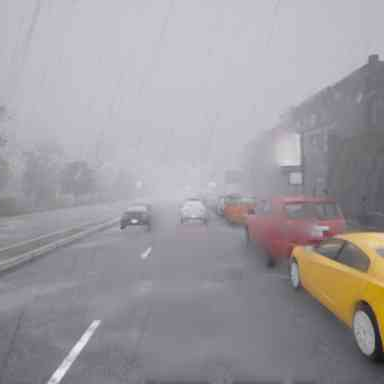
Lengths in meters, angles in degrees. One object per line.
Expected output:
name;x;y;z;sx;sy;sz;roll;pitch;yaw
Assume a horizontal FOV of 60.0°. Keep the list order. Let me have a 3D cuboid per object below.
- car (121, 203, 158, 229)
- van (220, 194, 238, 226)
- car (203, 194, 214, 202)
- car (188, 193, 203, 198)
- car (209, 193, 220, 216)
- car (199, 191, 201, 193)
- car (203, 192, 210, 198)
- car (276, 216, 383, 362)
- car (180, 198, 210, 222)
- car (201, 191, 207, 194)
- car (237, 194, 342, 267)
car;-3.153;1.416;20.474;1.812;1.442;4.674;0;0;0
van;3.236;1.134;22.567;1.878;1.987;4.442;0;0;0
car;3.256;1.122;66.714;1.946;1.575;5.366;0;0;0
car;0.120;1.284;41.640;1.837;1.490;4.892;0;1;0
car;3.241;1.176;33.470;2.185;1.767;4.553;0;0;0
car;3.250;1.068;77.572;2.231;1.521;4.892;0;0;0
car;3.250;1.181;55.662;1.946;1.575;5.366;0;0;0
car;3.228;1.448;5.871;2.097;1.535;5.008;0;0;0
car;0.111;1.395;24.510;1.812;1.442;4.674;0;0;0
car;3.255;1.030;60.971;2.185;1.767;4.553;0;0;0
car;3.230;1.168;11.303;2.435;2.045;5.566;0;0;0
